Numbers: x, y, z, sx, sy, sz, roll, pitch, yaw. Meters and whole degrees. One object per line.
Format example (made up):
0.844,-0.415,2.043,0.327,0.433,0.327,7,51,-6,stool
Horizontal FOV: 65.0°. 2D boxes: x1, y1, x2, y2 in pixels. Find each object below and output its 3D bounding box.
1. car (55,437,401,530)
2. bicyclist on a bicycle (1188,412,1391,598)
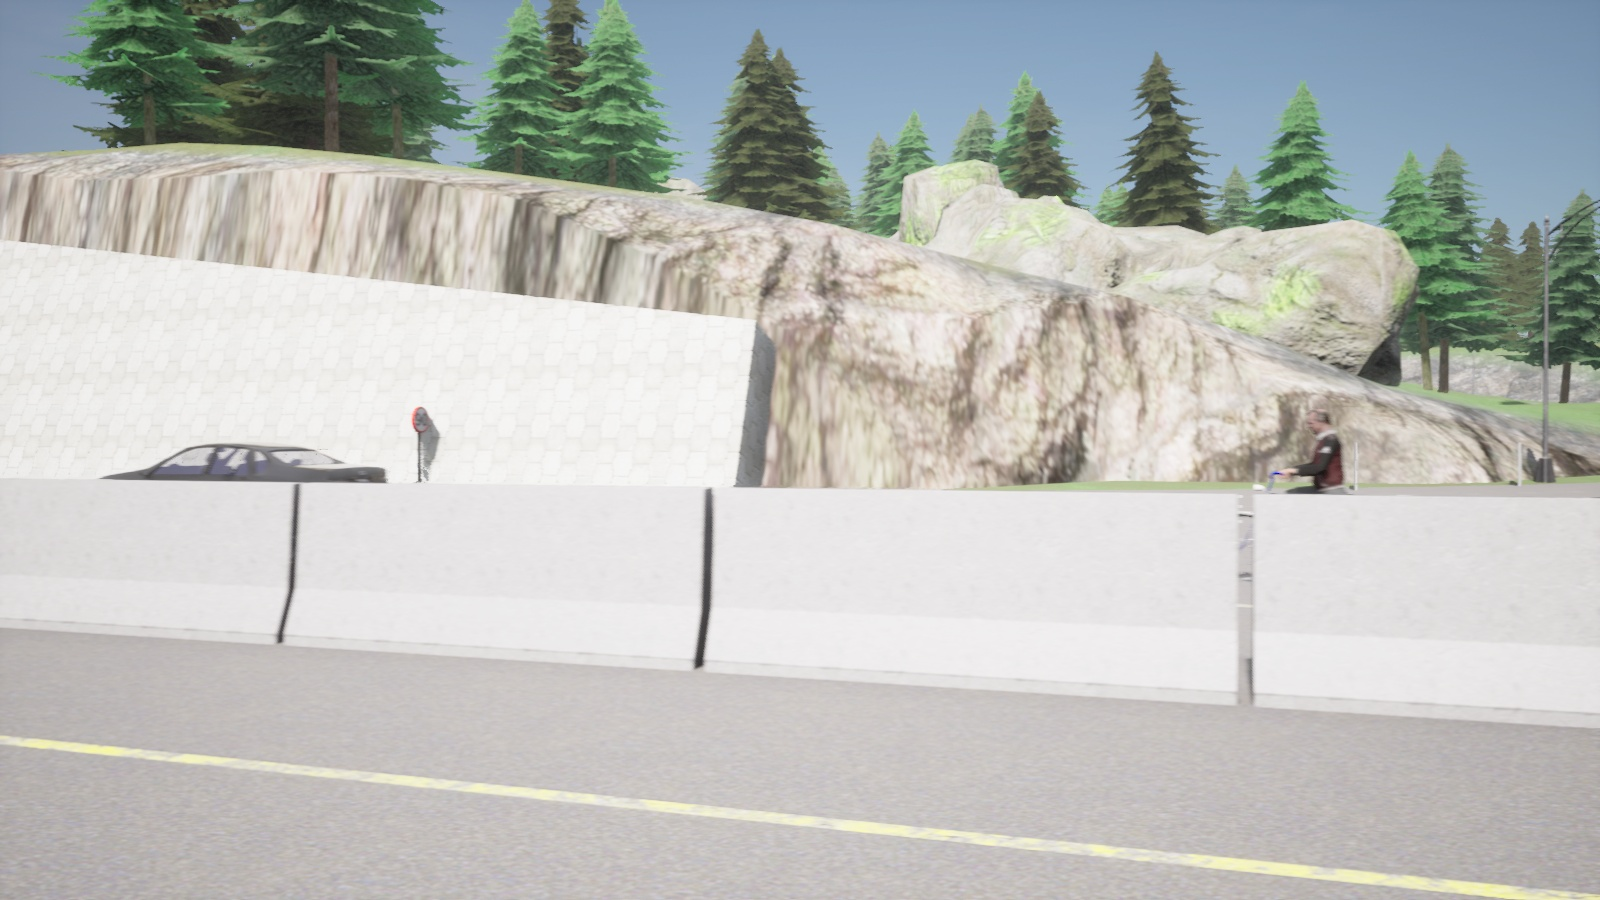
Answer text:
-9.646,0.498,21.209,5.357,1.411,2.033,1,1,19,car
4.880,0.513,12.627,1.843,1.776,0.659,1,1,19,bicyclist on a bicycle
